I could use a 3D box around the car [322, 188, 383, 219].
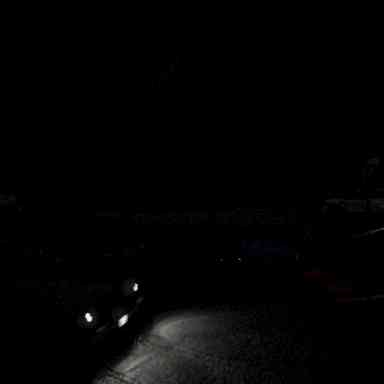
[{"bbox_3d":[11.828,0.799,22.698,5.566,2.045,2.435,-1,0,28],"label":"car"}]

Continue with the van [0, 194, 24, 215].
[{"bbox_3d":[-18.918,1.183,32.265,1.878,1.987,4.442,-1,0,26],"label":"van"}]

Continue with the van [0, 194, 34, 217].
[{"bbox_3d":[-16.871,1.177,30.129,1.878,1.987,4.442,-1,0,26],"label":"van"}]

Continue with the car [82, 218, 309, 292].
[{"bbox_3d":[-0.100,1.466,7.939,5.357,1.411,2.033,-1,1,-2],"label":"car"}]

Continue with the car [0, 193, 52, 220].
[{"bbox_3d":[-14.877,1.145,27.860,2.435,2.045,5.566,0,0,26],"label":"car"}]

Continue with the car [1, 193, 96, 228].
[{"bbox_3d":[-8.723,1.126,21.508,2.435,2.045,5.566,-1,0,26],"label":"car"}]

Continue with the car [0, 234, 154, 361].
[{"bbox_3d":[-3.579,1.546,5.678,5.357,1.411,2.033,-1,1,16],"label":"car"}]
